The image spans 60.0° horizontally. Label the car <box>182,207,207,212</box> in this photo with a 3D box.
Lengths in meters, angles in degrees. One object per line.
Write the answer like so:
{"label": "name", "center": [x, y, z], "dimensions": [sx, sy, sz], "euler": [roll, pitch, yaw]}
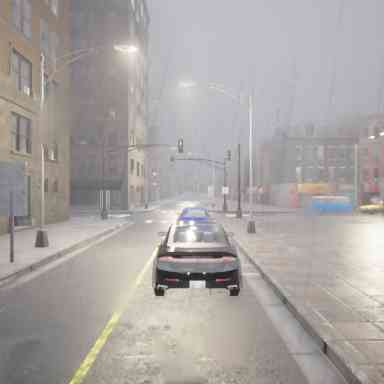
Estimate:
{"label": "car", "center": [0.129, 1.529, 18.025], "dimensions": [1.812, 1.442, 4.674], "euler": [0, 0, 1]}

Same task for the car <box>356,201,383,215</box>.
{"label": "car", "center": [19.220, 1.524, 33.575], "dimensions": [4.829, 1.417, 1.752], "euler": [0, 0, 0]}

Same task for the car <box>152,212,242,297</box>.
{"label": "car", "center": [0.108, 1.493, 8.578], "dimensions": [2.128, 1.511, 4.902], "euler": [0, 0, 0]}

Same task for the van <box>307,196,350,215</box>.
{"label": "van", "center": [13.778, 1.344, 33.590], "dimensions": [3.998, 1.788, 1.690], "euler": [0, 0, 0]}
